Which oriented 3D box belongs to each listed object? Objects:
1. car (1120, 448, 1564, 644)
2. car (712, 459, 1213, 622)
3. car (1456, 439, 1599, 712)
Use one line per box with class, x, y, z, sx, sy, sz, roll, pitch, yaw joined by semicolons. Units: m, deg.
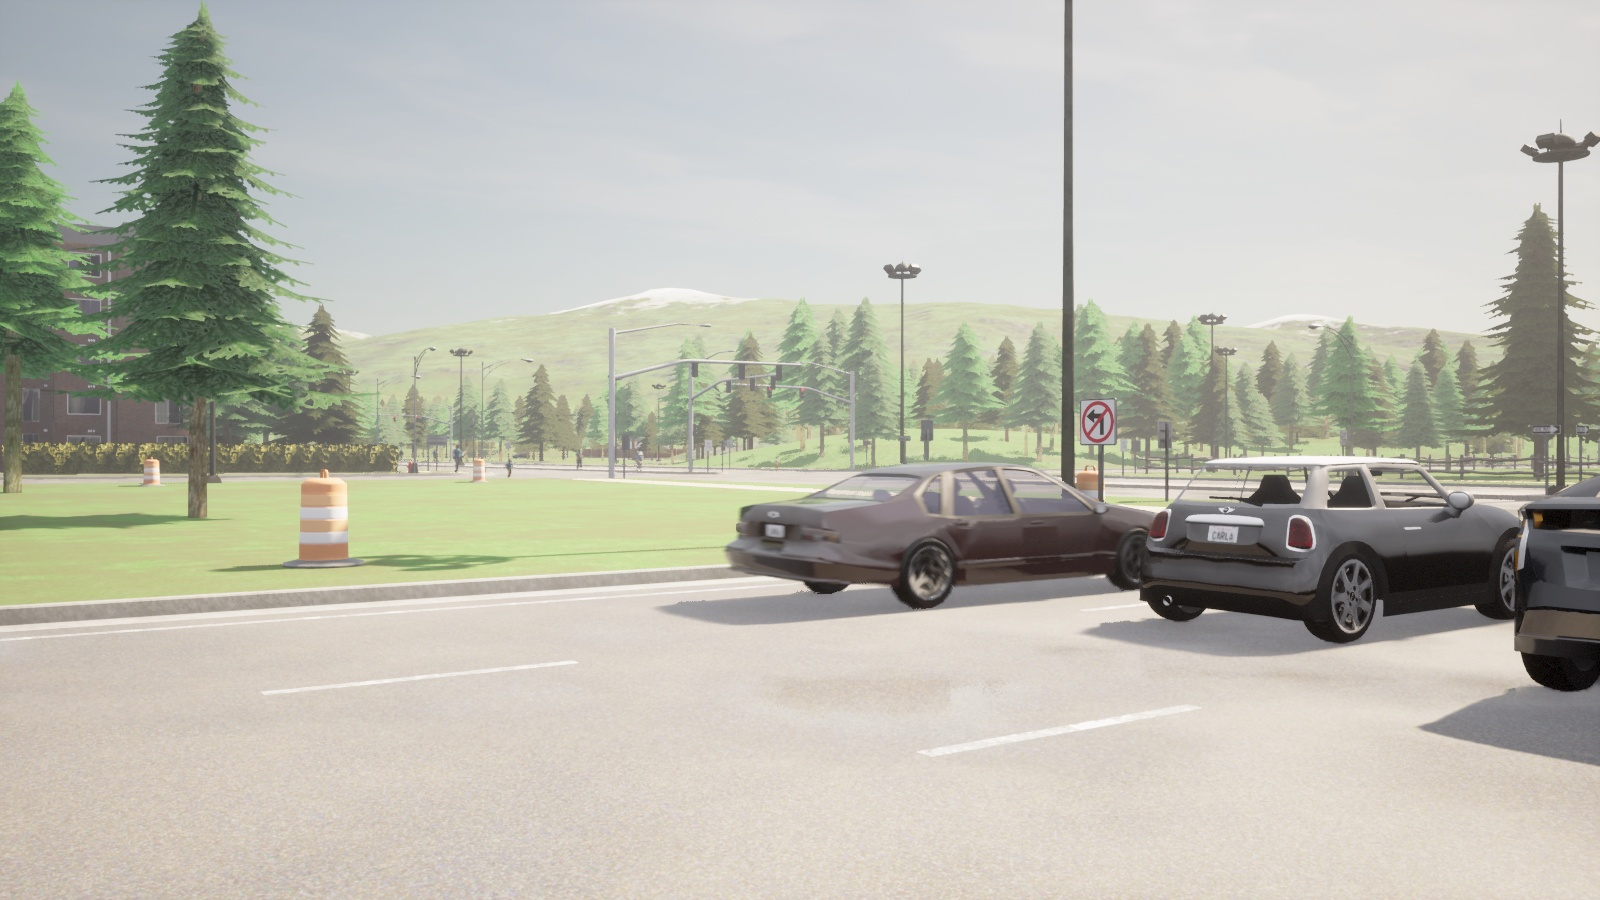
car;4.955;0.728;11.371;3.806;1.475;1.970;0;0;-35
car;1.883;0.821;13.498;5.357;1.411;2.033;0;0;-35
car;6.432;0.698;8.136;4.514;1.525;2.007;0;0;-35
